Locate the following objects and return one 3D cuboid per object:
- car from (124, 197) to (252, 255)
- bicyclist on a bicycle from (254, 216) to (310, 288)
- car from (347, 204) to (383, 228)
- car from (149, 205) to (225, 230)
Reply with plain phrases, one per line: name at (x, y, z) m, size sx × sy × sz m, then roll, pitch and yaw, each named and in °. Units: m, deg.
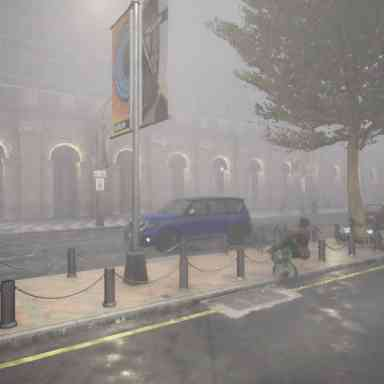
car at (0.018, 1.222, 13.746) m, size 5.566 × 2.045 × 2.150 m, roll 0°, pitch 0°, yaw -35°
bicyclist on a bicycle at (2.261, 1.286, 7.924) m, size 0.582 × 1.656 × 1.620 m, roll 5°, pitch -44°, yaw -40°
car at (12.266, 1.526, 22.159) m, size 4.674 × 1.442 × 1.812 m, roll 0°, pitch 0°, yaw -35°
car at (-0.236, 1.595, 21.669) m, size 4.718 × 1.301 × 1.895 m, roll 0°, pitch 0°, yaw -35°
